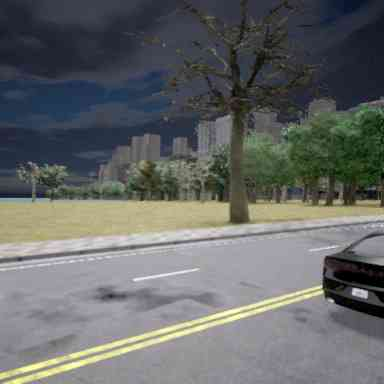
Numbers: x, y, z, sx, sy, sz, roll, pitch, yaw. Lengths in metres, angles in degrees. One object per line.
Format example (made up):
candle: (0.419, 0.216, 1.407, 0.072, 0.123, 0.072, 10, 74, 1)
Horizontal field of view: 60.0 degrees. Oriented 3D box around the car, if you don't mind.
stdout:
car: (4.726, 1.485, 6.810, 5.008, 1.535, 1.882, 0, 0, -35)
